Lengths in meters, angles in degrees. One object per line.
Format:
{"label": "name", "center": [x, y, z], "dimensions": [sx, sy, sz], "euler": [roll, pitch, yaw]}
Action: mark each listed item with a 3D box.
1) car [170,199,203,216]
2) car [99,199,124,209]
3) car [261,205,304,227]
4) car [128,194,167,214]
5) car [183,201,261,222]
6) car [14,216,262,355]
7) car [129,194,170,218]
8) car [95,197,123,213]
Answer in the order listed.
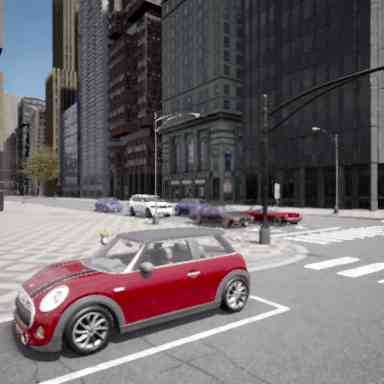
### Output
{"label": "car", "center": [0.338, 1.410, 30.792], "dimensions": [2.097, 1.767, 4.553], "euler": [0, 0, -36]}
{"label": "car", "center": [-11.652, 1.719, 47.686], "dimensions": [1.895, 1.301, 4.718], "euler": [0, 0, -35]}
{"label": "car", "center": [5.454, 1.633, 23.604], "dimensions": [1.895, 1.301, 4.718], "euler": [0, 0, -36]}
{"label": "car", "center": [-5.280, 1.310, 38.676], "dimensions": [2.150, 2.045, 5.566], "euler": [0, 0, -35]}
{"label": "car", "center": [1.884, 1.600, 23.013], "dimensions": [2.033, 1.411, 5.357], "euler": [0, 0, -35]}
{"label": "car", "center": [-0.906, 1.438, 6.007], "dimensions": [4.097, 1.590, 1.967], "euler": [0, 0, -36]}
{"label": "car", "center": [-4.029, 1.305, 31.311], "dimensions": [2.150, 2.045, 5.566], "euler": [0, 0, -35]}
{"label": "car", "center": [-9.923, 1.466, 39.601], "dimensions": [2.097, 1.767, 4.553], "euler": [0, 0, -35]}
